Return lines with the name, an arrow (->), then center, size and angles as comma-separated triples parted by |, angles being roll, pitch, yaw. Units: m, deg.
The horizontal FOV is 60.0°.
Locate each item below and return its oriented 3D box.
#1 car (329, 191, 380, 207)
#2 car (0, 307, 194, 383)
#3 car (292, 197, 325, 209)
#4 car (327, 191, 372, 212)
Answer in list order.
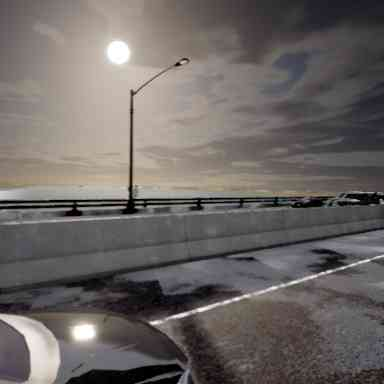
car -> 14.489, 1.016, 29.172 | 5.566, 2.045, 2.150 | 0, 1, -39
car -> -2.127, 1.433, 1.796 | 4.902, 1.511, 2.128 | 0, 1, -40
car -> 12.977, 1.237, 36.937 | 4.181, 1.385, 1.994 | 0, 1, -39
car -> 16.936, 0.960, 35.626 | 5.566, 2.045, 2.150 | 0, 1, -39
